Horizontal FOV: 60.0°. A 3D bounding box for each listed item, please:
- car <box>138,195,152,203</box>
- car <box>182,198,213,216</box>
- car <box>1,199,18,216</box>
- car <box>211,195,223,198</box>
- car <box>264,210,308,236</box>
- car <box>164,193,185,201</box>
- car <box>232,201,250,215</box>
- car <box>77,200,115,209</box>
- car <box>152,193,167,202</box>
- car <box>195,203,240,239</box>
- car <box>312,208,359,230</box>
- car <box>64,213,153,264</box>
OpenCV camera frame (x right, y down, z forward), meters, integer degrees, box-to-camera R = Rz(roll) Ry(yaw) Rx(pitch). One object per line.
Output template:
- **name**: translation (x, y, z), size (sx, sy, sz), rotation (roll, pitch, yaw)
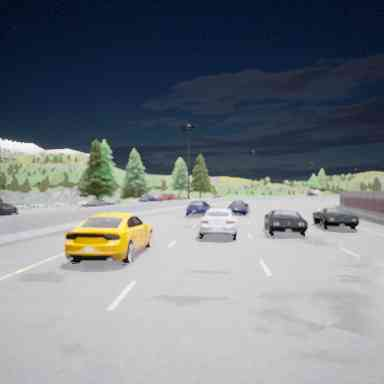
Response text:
- **car**: translation (-9.141, 1.407, 67.891), size (2.097, 1.767, 4.553), rotation (0, 0, 23)
- **car**: translation (0.693, 1.565, 32.269), size (1.812, 1.442, 4.674), rotation (0, 0, 13)
- **car**: translation (-15.286, 1.491, 25.002), size (1.837, 1.490, 4.892), rotation (0, 0, 10)
- **car**: translation (5.412, 1.533, 73.278), size (1.837, 1.490, 4.892), rotation (0, 0, 29)
- **car**: translation (5.135, 1.638, 18.766), size (1.895, 1.301, 4.718), rotation (0, 0, 8)
- **car**: translation (-2.750, 1.565, 65.028), size (2.128, 1.511, 4.902), rotation (0, 0, 25)
- **car**: translation (4.868, 1.618, 34.435), size (1.994, 1.385, 4.181), rotation (0, 0, 15)
- **car**: translation (-9.786, 1.560, 34.573), size (2.033, 1.411, 5.357), rotation (0, 0, 14)
- **car**: translation (-5.280, 1.283, 67.853), size (2.150, 2.045, 5.566), rotation (0, 0, 25)
- **car**: translation (1.447, 1.550, 17.500), size (1.812, 1.442, 4.674), rotation (0, 0, 7)
- **car**: translation (9.133, 1.652, 21.579), size (1.895, 1.301, 4.718), rotation (0, 0, 10)
- **car**: translation (-2.712, 1.484, 11.923), size (1.882, 1.535, 5.008), rotation (0, 0, 5)
